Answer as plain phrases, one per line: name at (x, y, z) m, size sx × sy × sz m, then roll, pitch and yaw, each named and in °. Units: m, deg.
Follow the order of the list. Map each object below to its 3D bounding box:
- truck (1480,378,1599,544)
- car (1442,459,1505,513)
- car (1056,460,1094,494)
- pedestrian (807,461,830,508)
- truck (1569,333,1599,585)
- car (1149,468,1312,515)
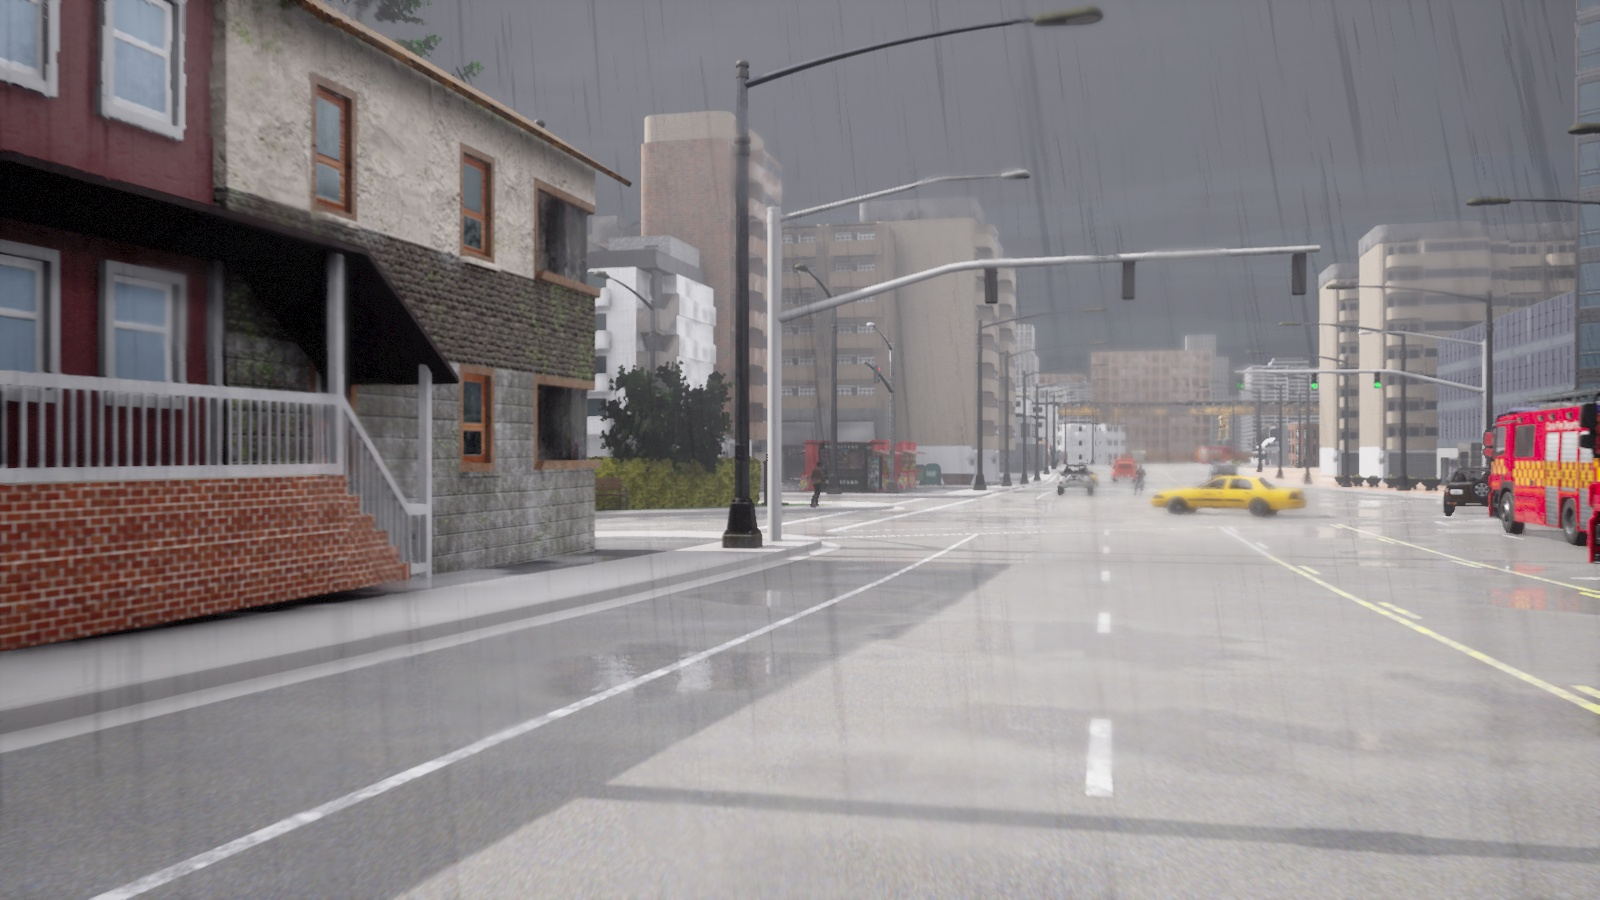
truck at (20.616, 0.265, 32.835) m, size 2.891 × 3.827 × 8.468 m, roll 0°, pitch 0°, yaw 14°
car at (24.900, 1.288, 46.398) m, size 1.932 × 1.855 × 4.605 m, roll -1°, pitch -1°, yaw 29°
car at (15.635, 1.525, 71.202) m, size 1.932 × 1.855 × 4.605 m, roll 0°, pitch -1°, yaw 14°
pedestrian at (0.707, 1.320, 48.912) m, size 0.869 × 1.805 × 0.328 m, roll 0°, pitch 0°, yaw -39°
truck at (12.824, 0.059, 15.796) m, size 2.891 × 3.827 × 8.468 m, roll 0°, pitch -1°, yaw 14°
car at (15.698, 1.480, 45.953) m, size 5.366 × 1.575 × 1.801 m, roll 0°, pitch 0°, yaw 31°
